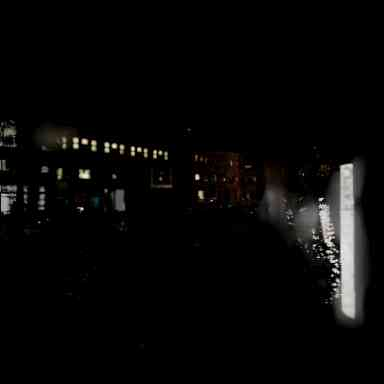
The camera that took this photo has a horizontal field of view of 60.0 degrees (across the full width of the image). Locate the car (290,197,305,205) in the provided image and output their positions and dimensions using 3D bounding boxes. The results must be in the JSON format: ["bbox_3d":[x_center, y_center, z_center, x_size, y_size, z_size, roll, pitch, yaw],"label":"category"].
[{"bbox_3d":[24.014,2.066,75.572,1.967,1.590,4.097,-1,-1,35],"label":"car"}]

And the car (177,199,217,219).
[{"bbox_3d":[1.043,1.787,32.814,1.882,1.535,5.008,-1,-1,35],"label":"car"}]

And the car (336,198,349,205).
[{"bbox_3d":[34.147,2.104,75.415,1.752,1.417,4.829,-1,-1,35],"label":"car"}]

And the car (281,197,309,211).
[{"bbox_3d":[14.987,1.830,48.149,1.967,1.590,4.097,-1,-1,35],"label":"car"}]

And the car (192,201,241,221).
[{"bbox_3d":[2.324,1.822,30.033,1.887,1.381,4.507,-1,-1,35],"label":"car"}]

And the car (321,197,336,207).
[{"bbox_3d":[24.517,1.797,61.715,2.192,1.841,5.009,-1,-1,35],"label":"car"}]

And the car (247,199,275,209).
[{"bbox_3d":[10.923,1.763,52.257,1.895,1.301,4.718,-1,-1,35],"label":"car"}]

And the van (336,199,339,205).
[{"bbox_3d":[27.694,1.854,66.236,1.690,1.788,3.998,-1,-1,35],"label":"van"}]

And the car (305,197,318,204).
[{"bbox_3d":[30.368,2.132,84.615,1.967,1.590,4.097,-1,-1,35],"label":"car"}]

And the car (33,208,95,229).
[{"bbox_3d":[-9.100,1.844,23.928,1.994,1.385,4.181,-1,-1,35],"label":"car"}]

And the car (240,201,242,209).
[{"bbox_3d":[4.954,1.992,48.443,2.008,1.369,4.403,-1,-1,35],"label":"car"}]

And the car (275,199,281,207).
[{"bbox_3d":[14.485,2.083,62.007,2.008,1.369,4.403,-1,-1,35],"label":"car"}]

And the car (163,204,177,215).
[{"bbox_3d":[-1.498,1.910,39.261,1.752,1.417,4.829,-1,-1,35],"label":"car"}]

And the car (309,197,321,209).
[{"bbox_3d":[18.163,1.735,52.672,2.192,1.841,5.009,-1,-1,35],"label":"car"}]

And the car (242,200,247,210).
[{"bbox_3d":[8.033,1.995,52.826,1.752,1.417,4.829,-1,-1,35],"label":"car"}]

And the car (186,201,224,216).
[{"bbox_3d":[1.607,1.858,39.158,2.128,1.511,4.902,-1,-1,35],"label":"car"}]

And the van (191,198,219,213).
[{"bbox_3d":[1.775,1.754,43.924,1.690,1.788,3.998,-1,-1,35],"label":"van"}]

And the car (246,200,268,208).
[{"bbox_3d":[11.308,2.052,57.486,2.008,1.369,4.403,-1,-1,35],"label":"car"}]

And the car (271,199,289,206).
[{"bbox_3d":[17.662,2.114,66.529,2.008,1.369,4.403,-1,-1,35],"label":"car"}]
